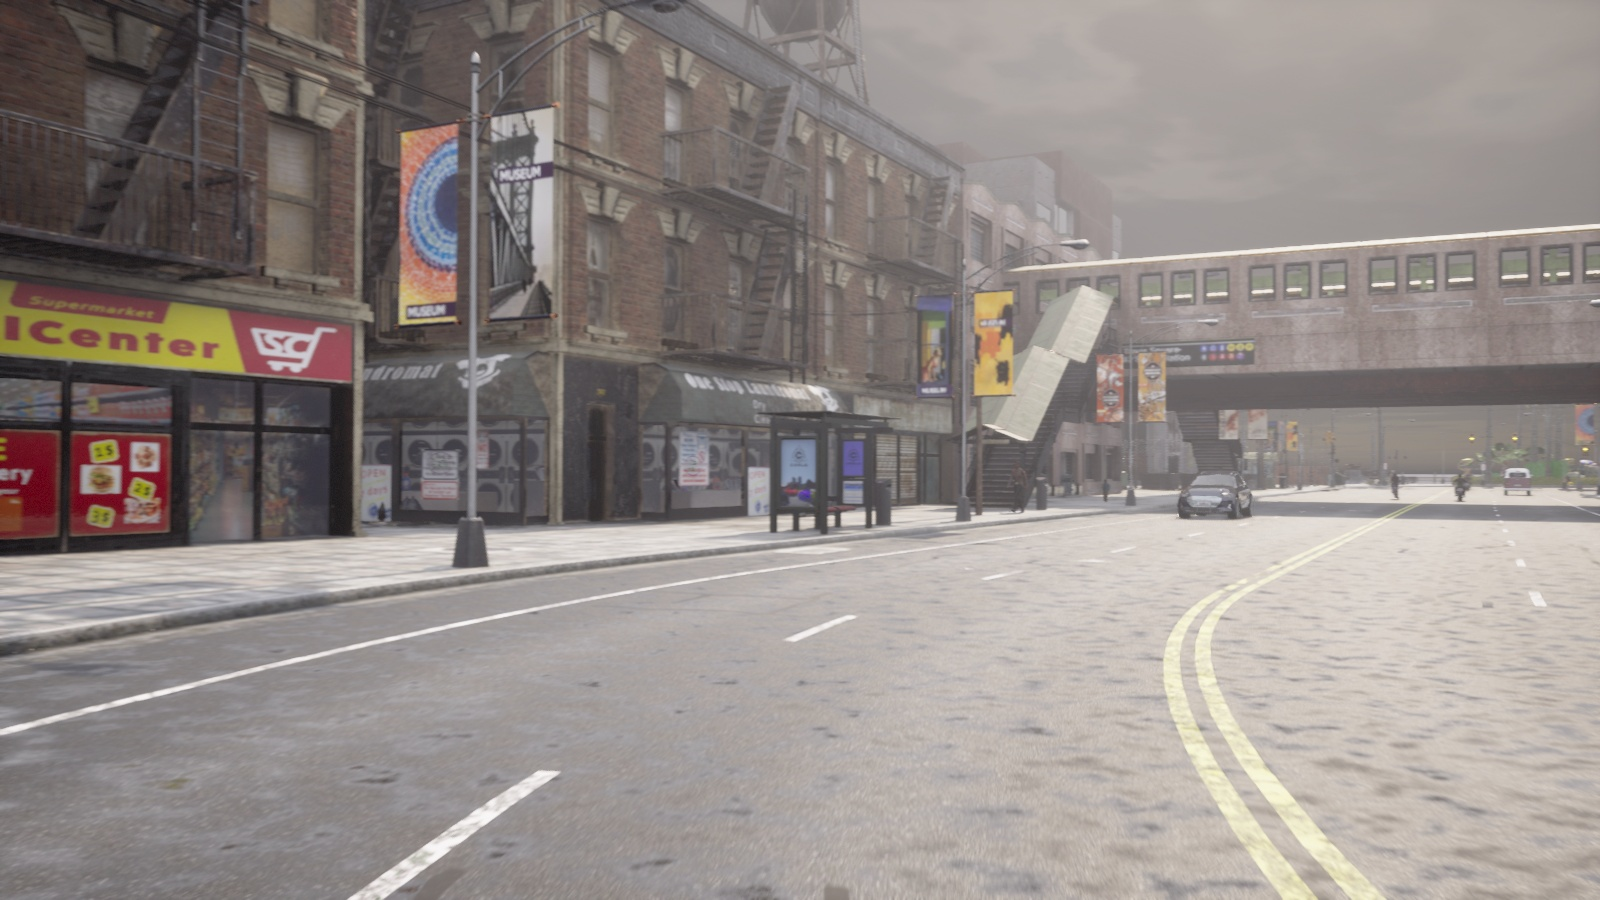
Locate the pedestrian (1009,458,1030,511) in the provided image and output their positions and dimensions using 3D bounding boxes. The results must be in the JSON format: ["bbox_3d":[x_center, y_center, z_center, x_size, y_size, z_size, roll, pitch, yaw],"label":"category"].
[{"bbox_3d":[7.476,1.166,42.793,0.328,1.805,0.869,-1,-1,38],"label":"pedestrian"}]

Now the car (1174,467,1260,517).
[{"bbox_3d":[14.705,1.440,44.101,2.033,1.649,4.856,-1,-1,29],"label":"car"}]
